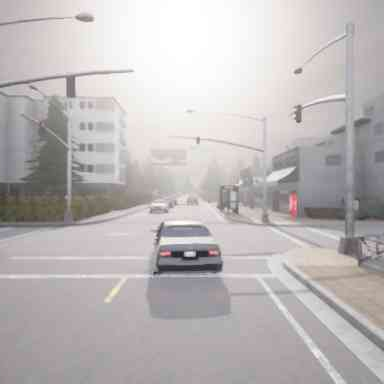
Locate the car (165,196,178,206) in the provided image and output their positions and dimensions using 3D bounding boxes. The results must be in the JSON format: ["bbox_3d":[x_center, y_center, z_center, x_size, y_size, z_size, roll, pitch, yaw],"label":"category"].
[{"bbox_3d":[-3.520,1.477,57.023,1.882,1.535,5.008,0,0,0],"label":"car"}]

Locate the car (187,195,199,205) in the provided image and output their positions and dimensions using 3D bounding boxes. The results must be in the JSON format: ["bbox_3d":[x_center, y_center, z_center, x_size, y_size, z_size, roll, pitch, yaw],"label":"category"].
[{"bbox_3d":[0.112,1.352,59.709,2.097,1.767,4.553,0,0,0],"label":"car"}]

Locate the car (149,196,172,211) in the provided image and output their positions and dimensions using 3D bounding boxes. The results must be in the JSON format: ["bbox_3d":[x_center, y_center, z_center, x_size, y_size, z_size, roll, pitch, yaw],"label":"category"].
[{"bbox_3d":[-3.590,1.526,36.878,1.812,1.442,4.674,0,0,0],"label":"car"}]

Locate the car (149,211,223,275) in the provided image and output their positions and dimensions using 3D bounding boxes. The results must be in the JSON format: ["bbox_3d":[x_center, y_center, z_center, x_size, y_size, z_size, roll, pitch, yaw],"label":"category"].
[{"bbox_3d":[-0.324,1.548,10.536,2.033,1.411,5.357,0,0,-6],"label":"car"}]

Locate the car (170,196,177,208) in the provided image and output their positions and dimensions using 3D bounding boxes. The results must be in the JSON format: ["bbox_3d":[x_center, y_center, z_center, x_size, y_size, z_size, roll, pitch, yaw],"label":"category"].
[{"bbox_3d":[-3.576,1.505,46.882,1.837,1.490,4.892,0,0,0],"label":"car"}]
